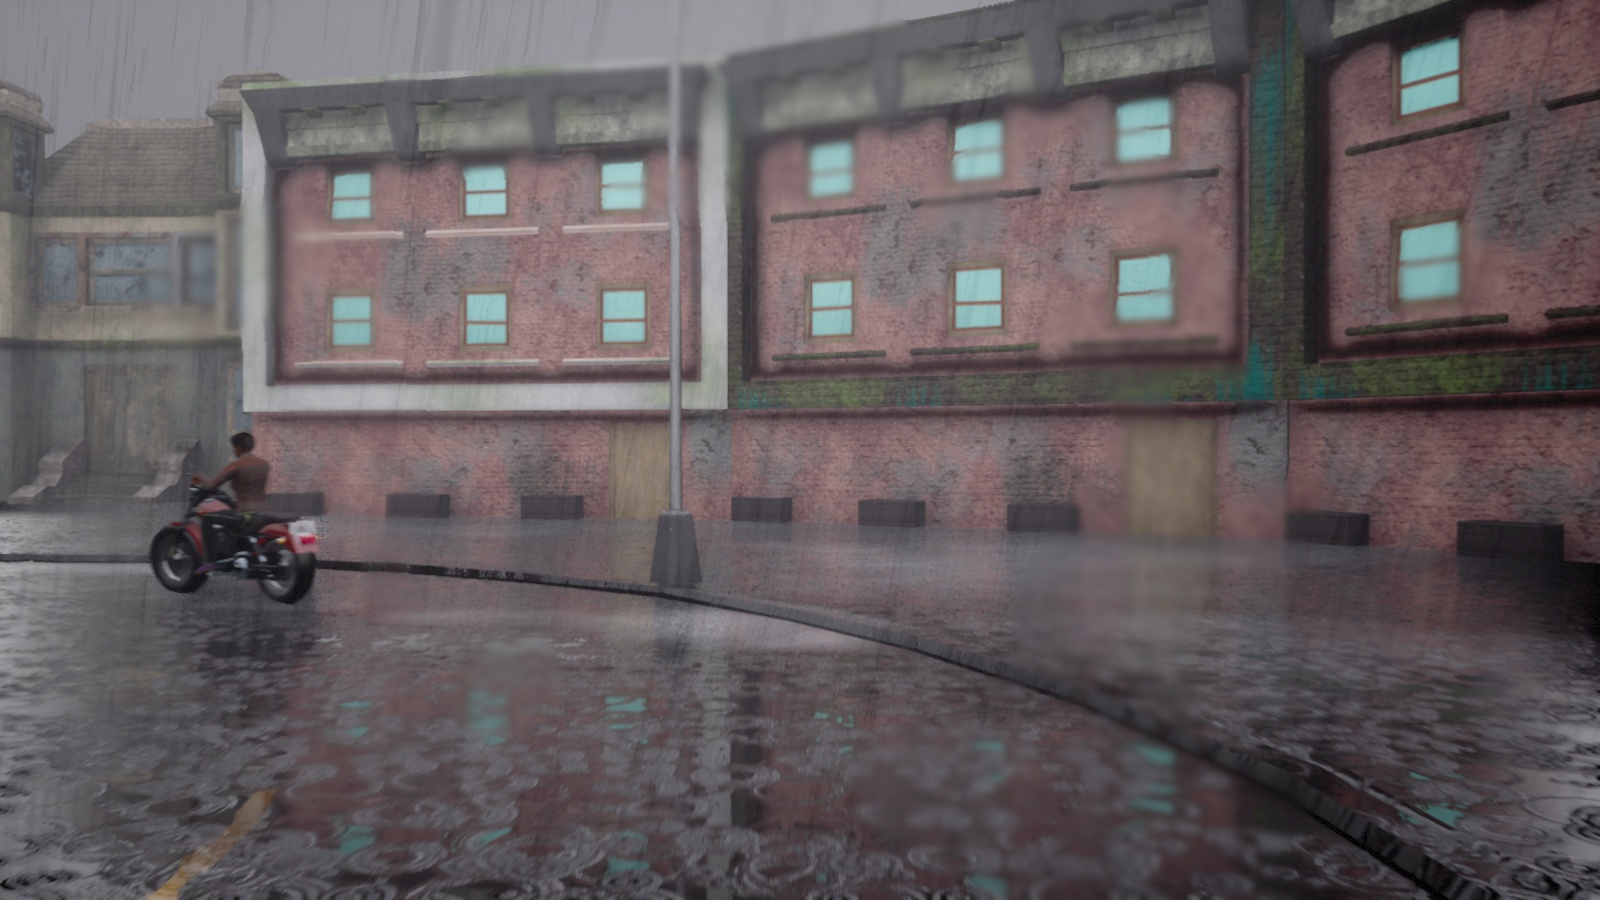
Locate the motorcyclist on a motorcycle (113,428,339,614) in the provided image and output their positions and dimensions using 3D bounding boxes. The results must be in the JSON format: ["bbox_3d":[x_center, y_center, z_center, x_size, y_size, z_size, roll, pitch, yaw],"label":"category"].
[{"bbox_3d":[-5.545,0.626,12.075,2.350,1.649,0.766,0,1,32],"label":"motorcyclist on a motorcycle"}]
